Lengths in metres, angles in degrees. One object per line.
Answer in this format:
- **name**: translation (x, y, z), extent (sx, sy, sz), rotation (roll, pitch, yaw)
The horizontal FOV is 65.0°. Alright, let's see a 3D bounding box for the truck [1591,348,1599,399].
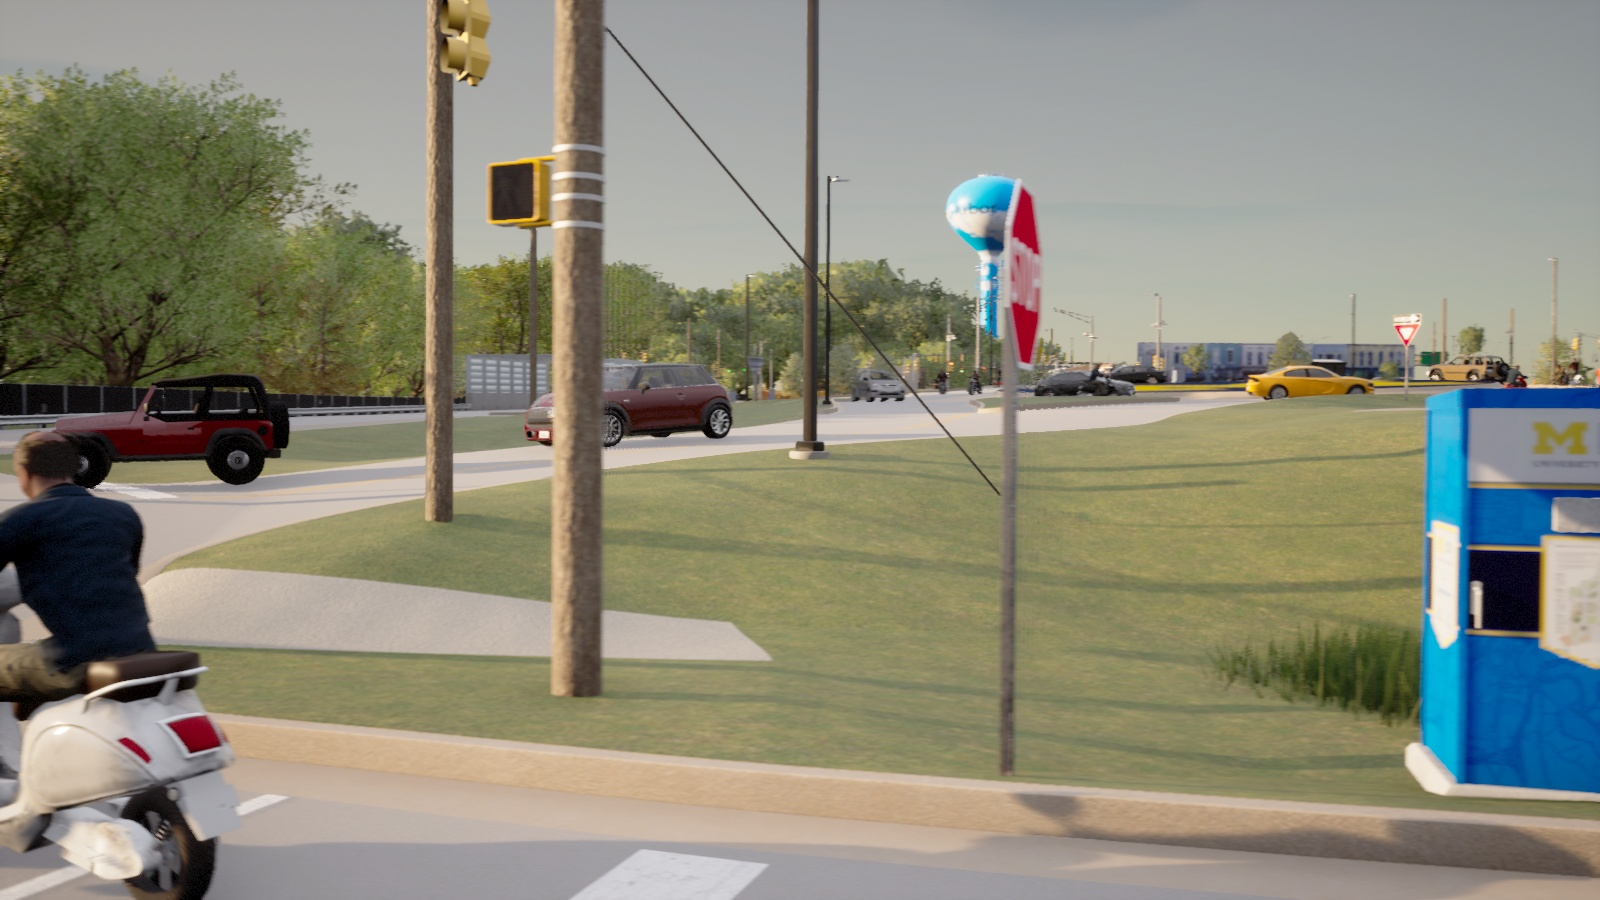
- **truck**: translation (40.664, -3.769, 61.628), extent (2.627, 2.467, 5.204), rotation (2, 5, 27)

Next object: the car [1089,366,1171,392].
- **car**: translation (21.920, -4.722, 83.603), extent (5.008, 1.535, 1.882), rotation (-1, 1, 4)

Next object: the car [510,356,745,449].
- **car**: translation (-3.549, -1.056, 26.521), extent (2.097, 1.767, 4.553), rotation (2, 4, 43)

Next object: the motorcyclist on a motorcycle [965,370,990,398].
- **motorcyclist on a motorcycle**: translation (11.361, -4.228, 80.293), extent (0.766, 1.649, 2.350), rotation (-3, 4, 27)

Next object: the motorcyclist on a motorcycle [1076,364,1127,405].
- **motorcyclist on a motorcycle**: translation (12.229, -2.657, 50.967), extent (1.817, 1.590, 0.866), rotation (2, 0, 33)

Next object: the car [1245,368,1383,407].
- **car**: translation (21.448, -2.634, 52.606), extent (5.008, 1.535, 1.882), rotation (1, 5, 10)

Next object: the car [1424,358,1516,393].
- **car**: translation (38.706, -4.334, 72.672), extent (1.932, 1.855, 4.605), rotation (1, 4, -17)

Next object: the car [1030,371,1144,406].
- **car**: translation (12.814, -2.737, 56.179), extent (4.674, 1.442, 1.812), rotation (2, 6, 44)

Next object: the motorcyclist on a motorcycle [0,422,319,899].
- **motorcyclist on a motorcycle**: translation (-2.687, 0.709, 4.393), extent (1.817, 1.590, 0.866), rotation (0, 0, 26)

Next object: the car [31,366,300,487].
- **car**: translation (-10.696, -0.432, 21.336), extent (3.866, 1.878, 1.905), rotation (-1, 2, -28)

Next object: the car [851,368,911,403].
- **car**: translation (3.907, -3.130, 61.272), extent (1.851, 1.617, 3.988), rotation (1, 2, -12)
